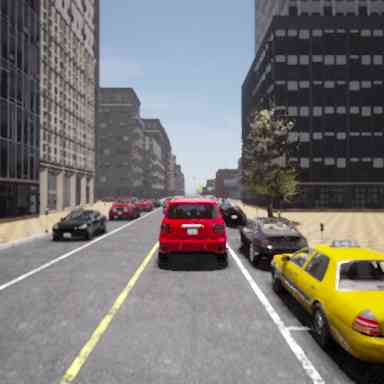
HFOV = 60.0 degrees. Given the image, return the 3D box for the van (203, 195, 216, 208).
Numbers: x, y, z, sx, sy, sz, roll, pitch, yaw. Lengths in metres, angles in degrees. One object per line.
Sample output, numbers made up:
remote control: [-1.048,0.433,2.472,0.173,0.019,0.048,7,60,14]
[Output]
van: [2.674,1.449,51.438,1.690,1.788,3.998,0,0,0]

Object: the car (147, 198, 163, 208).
car: [-5.674,1.674,51.465,1.947,1.339,4.313,0,0,0]

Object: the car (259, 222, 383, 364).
car: [2.669,1.535,6.095,1.752,1.417,4.829,0,0,0]

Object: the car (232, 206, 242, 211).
car: [2.667,1.607,22.992,1.947,1.339,4.313,0,0,0]

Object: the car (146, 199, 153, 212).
car: [-5.677,1.624,40.088,1.887,1.381,4.507,0,0,0]

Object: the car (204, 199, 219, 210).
car: [2.672,1.676,45.748,1.802,1.307,4.206,0,0,0]

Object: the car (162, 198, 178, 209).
car: [-3.081,1.574,46.820,1.882,1.535,5.008,0,0,0]

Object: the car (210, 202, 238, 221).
car: [2.668,1.619,28.681,1.947,1.339,4.313,0,0,0]

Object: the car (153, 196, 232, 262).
car: [0.040,1.244,12.378,2.150,2.045,5.566,0,0,1]

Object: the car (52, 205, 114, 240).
car: [-5.682,1.596,17.331,1.947,1.339,4.313,0,0,0]

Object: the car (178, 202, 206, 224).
car: [0.033,1.596,26.288,2.033,1.411,5.357,0,0,1]

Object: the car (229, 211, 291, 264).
car: [2.666,1.570,11.614,2.008,1.369,4.403,0,0,0]

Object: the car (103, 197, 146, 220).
car: [-5.678,1.368,28.710,2.192,1.841,5.009,0,0,0]
